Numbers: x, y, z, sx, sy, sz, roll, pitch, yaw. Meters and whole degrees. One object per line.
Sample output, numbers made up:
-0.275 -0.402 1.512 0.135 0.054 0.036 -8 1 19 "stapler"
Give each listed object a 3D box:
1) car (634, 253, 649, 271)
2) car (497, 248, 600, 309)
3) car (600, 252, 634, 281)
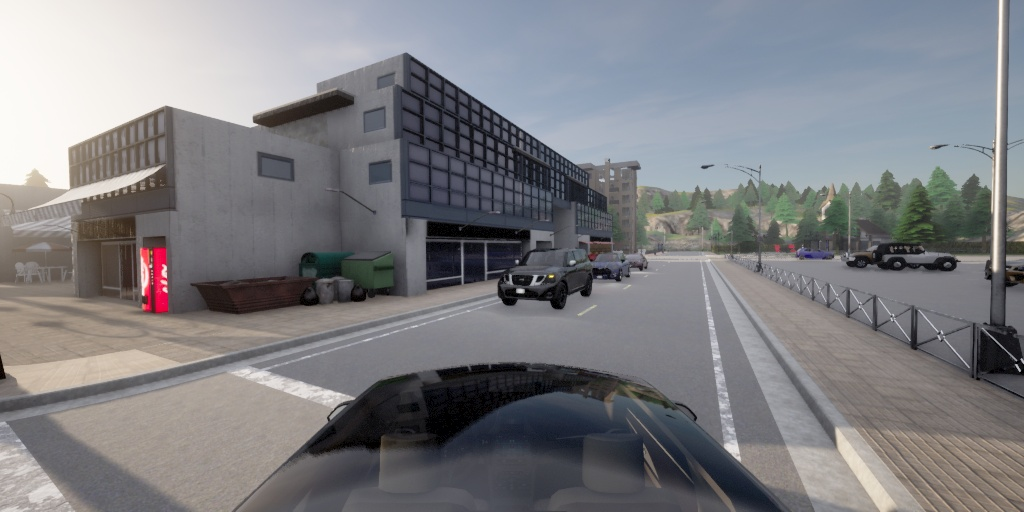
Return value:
10.819 0.480 31.717 1.812 1.442 4.674 0 1 28 "car"
1.543 0.700 13.921 2.150 2.045 5.566 0 1 27 "car"
6.088 0.573 22.645 2.097 1.767 4.553 0 1 28 "car"
